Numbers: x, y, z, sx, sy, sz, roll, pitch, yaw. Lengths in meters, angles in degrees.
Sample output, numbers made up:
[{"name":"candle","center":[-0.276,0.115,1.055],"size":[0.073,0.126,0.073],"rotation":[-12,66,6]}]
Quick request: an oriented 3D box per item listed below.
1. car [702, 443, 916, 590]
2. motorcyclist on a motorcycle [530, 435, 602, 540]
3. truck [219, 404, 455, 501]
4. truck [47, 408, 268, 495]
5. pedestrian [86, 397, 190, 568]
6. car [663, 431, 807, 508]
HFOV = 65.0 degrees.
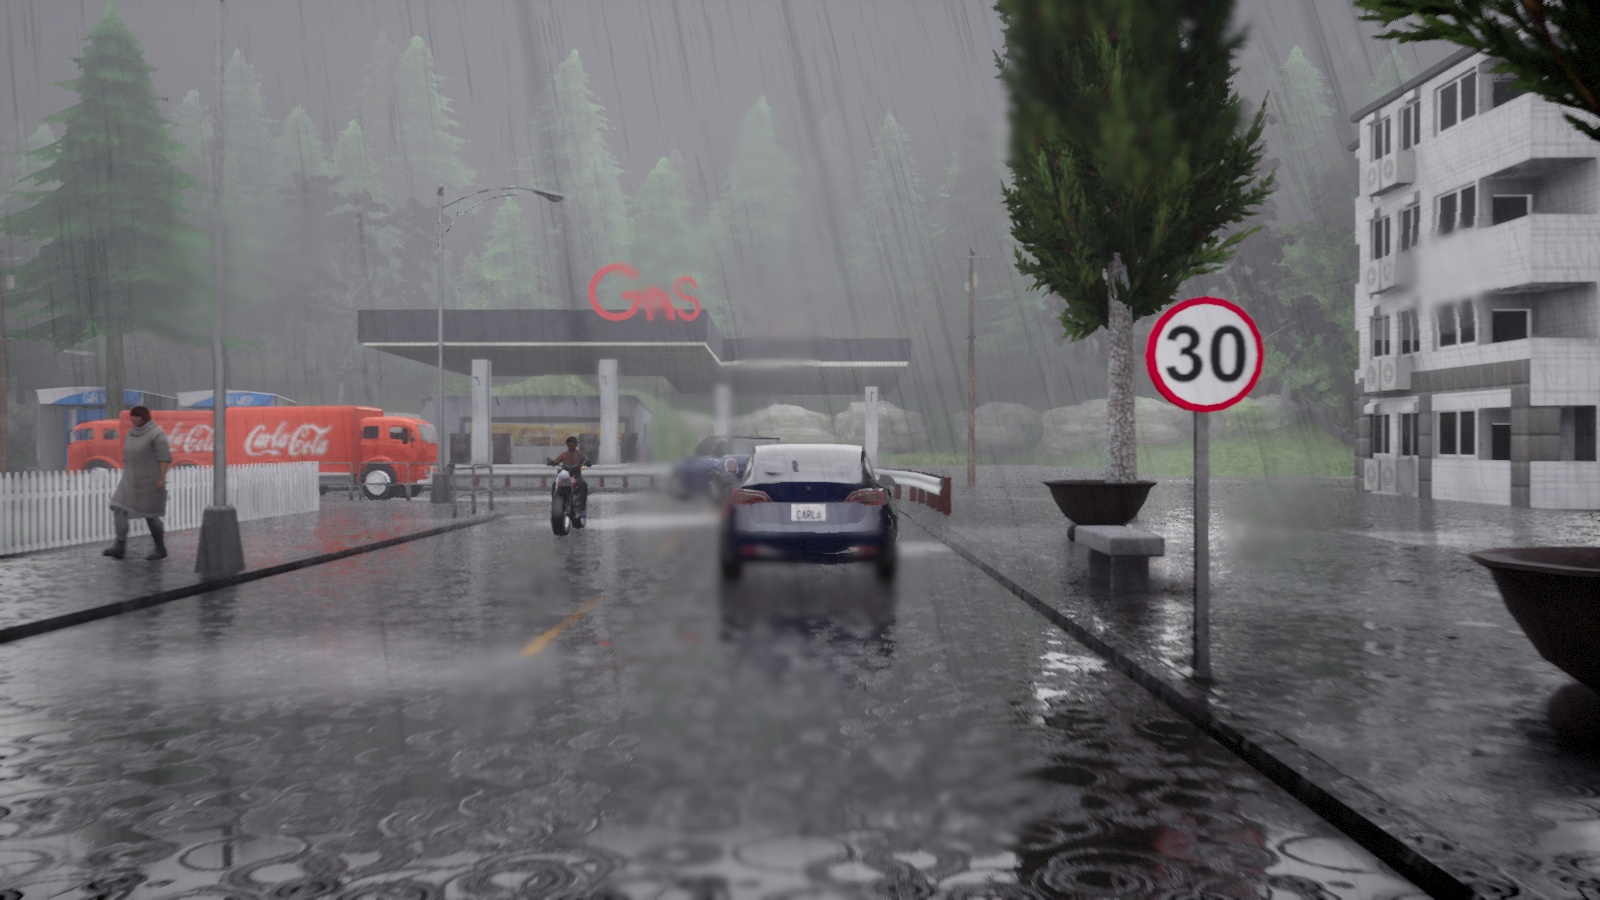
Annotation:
[{"name":"car","center":[0.103,0.661,15.087],"size":[2.163,1.488,4.792],"rotation":[0,0,0]},{"name":"motorcyclist on a motorcycle","center":[-3.852,0.576,20.870],"size":[0.766,1.649,2.350],"rotation":[0,0,0]},{"name":"truck","center":[-12.105,0.063,33.135],"size":[5.204,2.467,2.627],"rotation":[0,0,3]},{"name":"truck","center":[-18.948,0.034,37.263],"size":[5.204,2.467,2.627],"rotation":[0,0,0]},{"name":"pedestrian","center":[-7.799,0.366,14.818],"size":[0.659,1.952,0.873],"rotation":[0,0,19]},{"name":"car","center":[-1.713,0.430,31.184],"size":[2.097,1.767,4.553],"rotation":[0,0,-24]}]
